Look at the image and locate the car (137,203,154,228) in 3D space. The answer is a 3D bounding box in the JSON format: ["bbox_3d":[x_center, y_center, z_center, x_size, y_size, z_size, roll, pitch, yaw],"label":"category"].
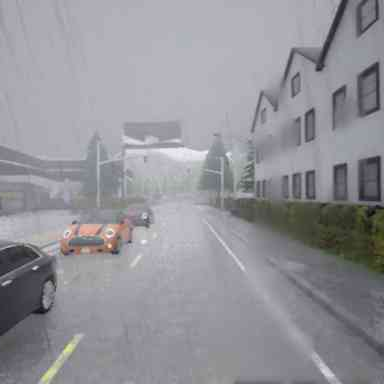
[{"bbox_3d":[-4.028,1.653,24.674,2.097,1.767,4.553,0,-1,-1],"label":"car"}]

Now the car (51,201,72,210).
[{"bbox_3d":[-23.391,2.515,61.154,4.611,1.667,2.242,0,-1,-2],"label":"car"}]

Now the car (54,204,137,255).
[{"bbox_3d":[-3.842,1.537,14.121,2.097,1.767,4.553,0,-1,-1],"label":"car"}]

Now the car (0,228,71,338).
[{"bbox_3d":[-3.666,1.589,5.068,1.837,1.490,4.892,0,-1,-1],"label":"car"}]
